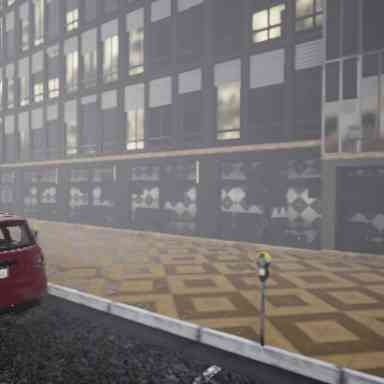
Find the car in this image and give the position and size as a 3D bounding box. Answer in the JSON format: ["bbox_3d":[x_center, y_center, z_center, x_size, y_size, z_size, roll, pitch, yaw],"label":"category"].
[{"bbox_3d":[-4.775,1.282,6.270,5.009,1.841,2.192,0,1,35],"label":"car"}]
